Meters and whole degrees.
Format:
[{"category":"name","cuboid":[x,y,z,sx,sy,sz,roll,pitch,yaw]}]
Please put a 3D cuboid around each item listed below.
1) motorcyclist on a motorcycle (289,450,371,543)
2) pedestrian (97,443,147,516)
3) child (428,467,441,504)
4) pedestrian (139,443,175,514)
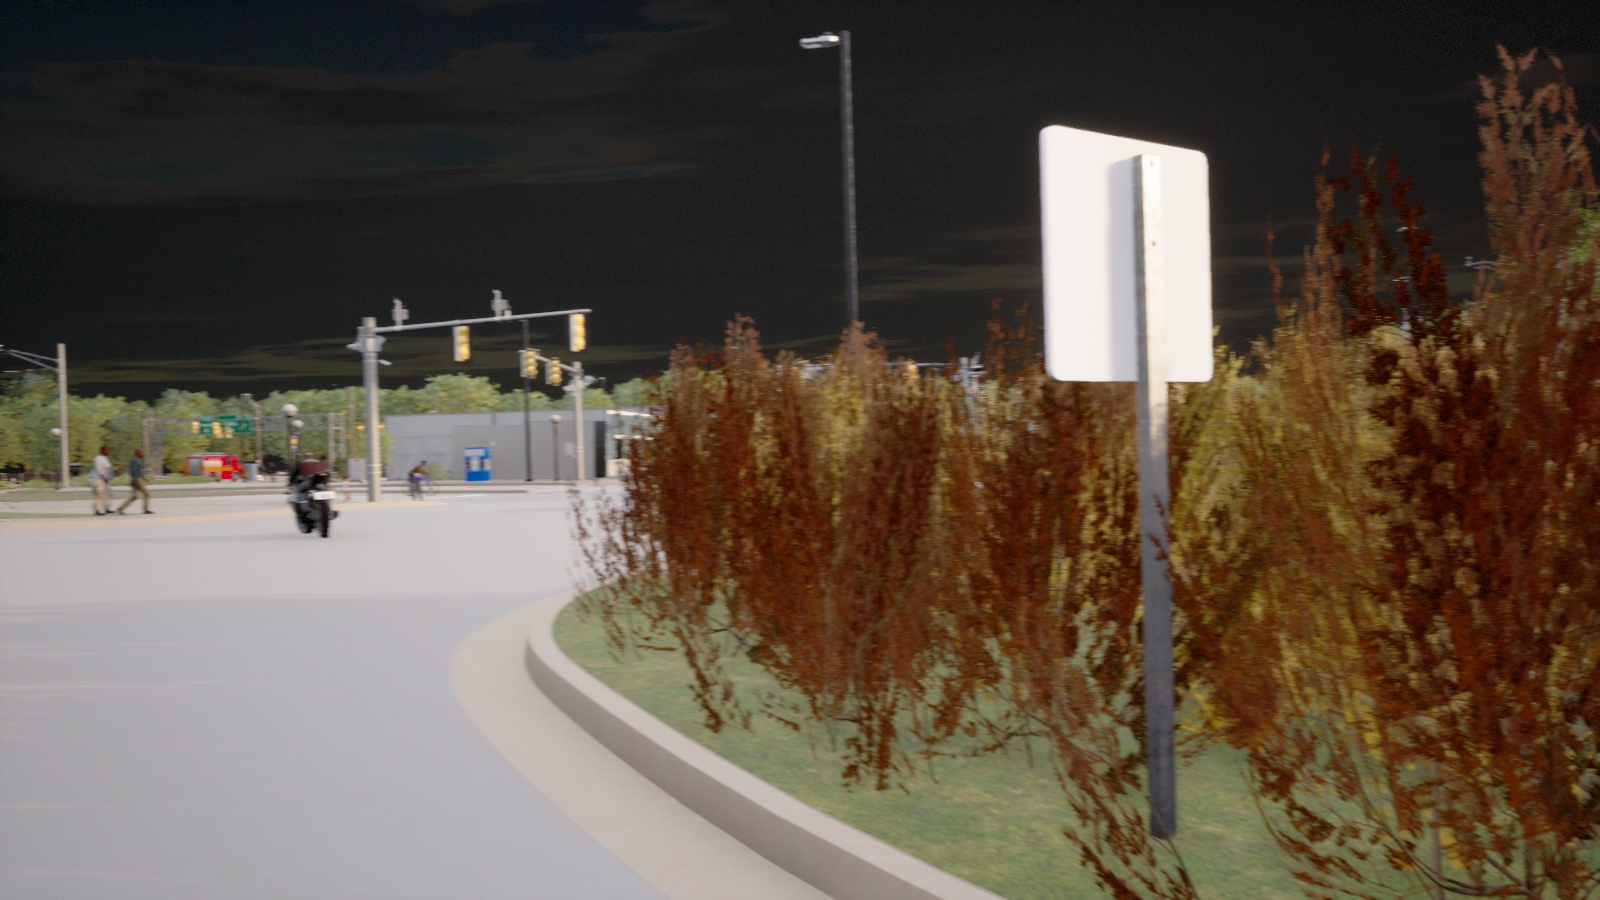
[{"category":"motorcyclist on a motorcycle","cuboid":[-8.473,0.807,22.580,0.866,1.530,2.191,-4,1,-33]},{"category":"pedestrian","cuboid":[-17.830,0.767,33.043,0.900,1.855,0.874,-2,0,-11]},{"category":"child","cuboid":[-12.959,1.257,44.569,0.270,1.263,0.437,-1,0,6]},{"category":"pedestrian","cuboid":[-16.923,0.749,33.060,0.726,1.835,0.370,-2,0,-40]}]
